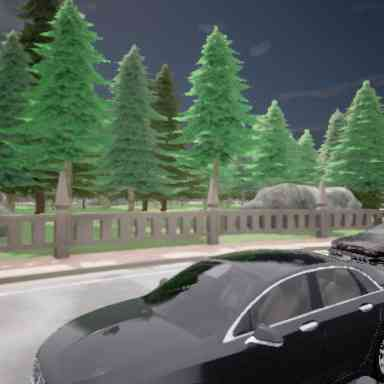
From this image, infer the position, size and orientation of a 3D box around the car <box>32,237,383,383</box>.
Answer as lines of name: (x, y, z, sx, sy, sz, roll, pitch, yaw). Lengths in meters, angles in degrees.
car: (0.749, 1.541, 4.056, 4.892, 1.490, 1.837, 1, -1, -31)

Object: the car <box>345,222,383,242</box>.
car: (7.372, 1.711, 11.440, 5.357, 1.411, 2.033, 1, 0, -21)
